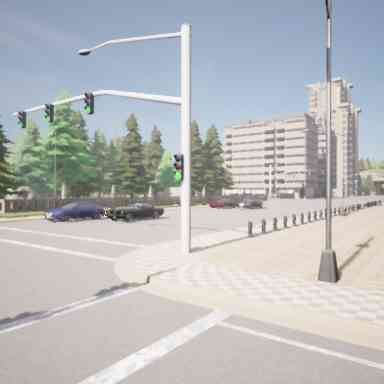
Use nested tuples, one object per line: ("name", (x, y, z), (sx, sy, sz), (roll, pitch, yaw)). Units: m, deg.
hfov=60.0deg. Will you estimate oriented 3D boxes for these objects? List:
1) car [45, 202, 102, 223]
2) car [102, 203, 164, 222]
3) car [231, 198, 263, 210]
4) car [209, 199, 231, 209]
("car", (-8.947, 1.494, 25.685), (1.812, 1.442, 4.674), (0, 0, 36))
("car", (-4.368, 1.574, 26.077), (1.895, 1.301, 4.718), (0, 0, 36))
("car", (7.495, 1.464, 42.677), (2.128, 1.511, 4.902), (0, 0, 36))
("car", (4.168, 1.569, 44.046), (1.895, 1.301, 4.718), (0, 0, 36))
